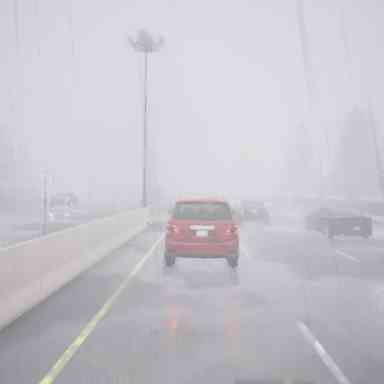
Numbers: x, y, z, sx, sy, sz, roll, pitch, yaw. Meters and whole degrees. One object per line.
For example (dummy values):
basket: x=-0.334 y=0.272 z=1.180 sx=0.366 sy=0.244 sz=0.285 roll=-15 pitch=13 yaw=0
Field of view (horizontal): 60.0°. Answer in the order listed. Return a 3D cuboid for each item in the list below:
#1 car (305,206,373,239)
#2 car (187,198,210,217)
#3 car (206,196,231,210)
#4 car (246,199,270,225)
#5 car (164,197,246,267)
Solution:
car: x=7.450 y=1.478 z=17.423 sx=1.882 sy=1.535 sz=5.008 roll=1 pitch=0 yaw=1
car: x=0.514 y=1.360 z=30.562 sx=1.882 sy=1.535 sz=5.008 roll=1 pitch=0 yaw=-2
car: x=3.201 y=1.357 z=41.094 sx=2.128 sy=1.511 sz=4.902 roll=1 pitch=0 yaw=-7
car: x=4.062 y=1.295 z=23.638 sx=2.097 sy=1.767 sz=4.553 roll=1 pitch=0 yaw=1
car: x=0.324 y=1.178 z=11.479 sx=2.150 sy=2.045 sz=5.566 roll=1 pitch=0 yaw=1
